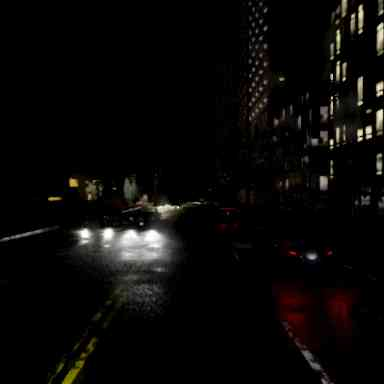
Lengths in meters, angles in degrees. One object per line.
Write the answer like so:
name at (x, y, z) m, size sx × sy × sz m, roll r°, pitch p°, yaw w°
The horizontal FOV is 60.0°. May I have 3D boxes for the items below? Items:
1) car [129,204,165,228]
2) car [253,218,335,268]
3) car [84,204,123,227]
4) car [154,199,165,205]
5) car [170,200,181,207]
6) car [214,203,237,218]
car at (-3.331, 1.824, 24.206) m, size 1.895 × 1.301 × 4.718 m, roll 0°, pitch -1°, yaw 0°
car at (3.353, 1.632, 11.582) m, size 1.812 × 1.442 × 4.674 m, roll 0°, pitch 0°, yaw 0°
car at (-6.578, 1.709, 25.152) m, size 1.882 × 1.535 × 5.008 m, roll 0°, pitch -1°, yaw 0°
car at (-6.450, 2.186, 65.831) m, size 1.812 × 1.442 × 4.674 m, roll 0°, pitch 0°, yaw 0°
car at (-3.200, 2.199, 65.064) m, size 2.033 × 1.411 × 5.357 m, roll 0°, pitch -1°, yaw 0°
car at (3.377, 1.811, 33.686) m, size 2.128 × 1.511 × 4.902 m, roll 0°, pitch -1°, yaw 0°
